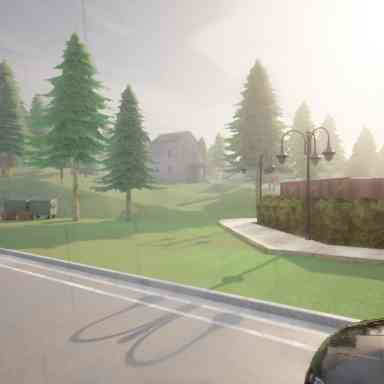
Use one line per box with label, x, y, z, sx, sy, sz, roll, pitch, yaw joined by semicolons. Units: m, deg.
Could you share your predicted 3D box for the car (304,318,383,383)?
car;3.130;1.492;1.747;4.902;1.511;2.128;0;0;36
